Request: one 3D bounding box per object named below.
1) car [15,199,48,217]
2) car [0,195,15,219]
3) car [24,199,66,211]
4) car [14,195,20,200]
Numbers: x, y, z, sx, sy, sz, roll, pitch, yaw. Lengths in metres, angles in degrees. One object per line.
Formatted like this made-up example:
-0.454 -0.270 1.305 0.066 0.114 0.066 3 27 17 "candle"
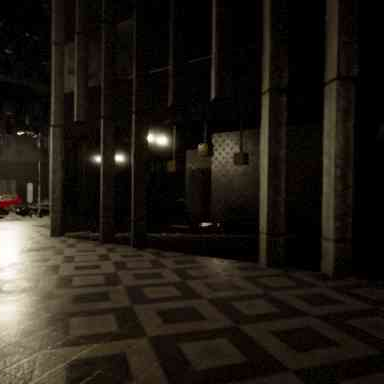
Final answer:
-14.472 1.682 31.714 1.947 1.339 4.313 1 0 35 "car"
-17.732 1.403 27.109 2.192 1.841 5.009 1 0 35 "car"
-18.158 1.556 41.255 1.947 1.339 4.313 1 0 35 "car"
-21.417 1.276 36.650 2.192 1.841 5.009 1 0 35 "car"
